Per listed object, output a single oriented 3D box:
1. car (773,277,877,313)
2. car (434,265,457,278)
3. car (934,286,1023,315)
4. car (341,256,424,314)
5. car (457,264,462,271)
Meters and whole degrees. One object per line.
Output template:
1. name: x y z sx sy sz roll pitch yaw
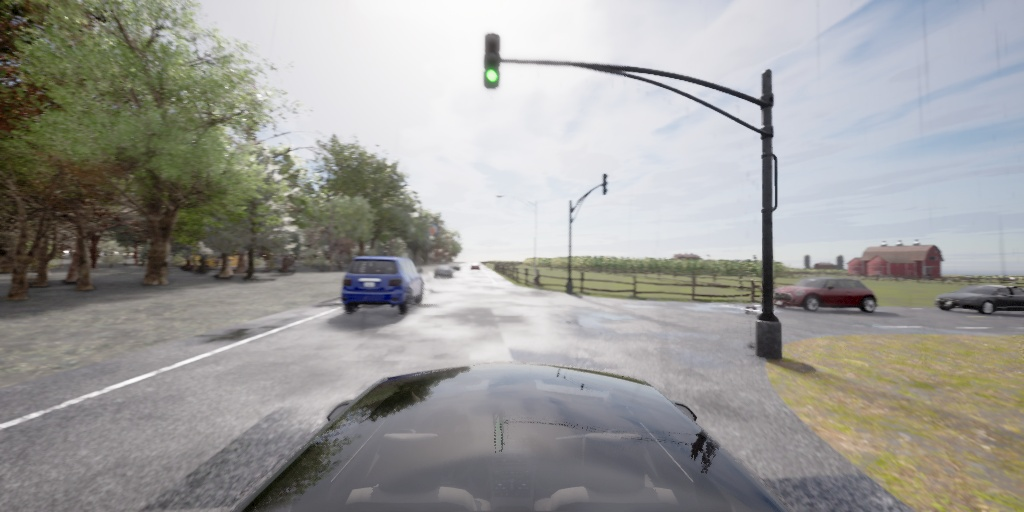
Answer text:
1. car: 15.899 1.885 18.516 4.553 1.767 2.097 2 -2 -5
2. car: -7.518 1.702 39.865 1.994 1.385 4.181 1 -1 -6
3. car: 25.805 2.348 19.437 4.892 1.490 1.837 2 -2 -5
4. car: -4.909 1.056 14.329 2.150 2.045 5.566 1 -1 -6
5. car: -9.918 2.017 63.416 1.895 1.301 4.718 1 -1 -6
